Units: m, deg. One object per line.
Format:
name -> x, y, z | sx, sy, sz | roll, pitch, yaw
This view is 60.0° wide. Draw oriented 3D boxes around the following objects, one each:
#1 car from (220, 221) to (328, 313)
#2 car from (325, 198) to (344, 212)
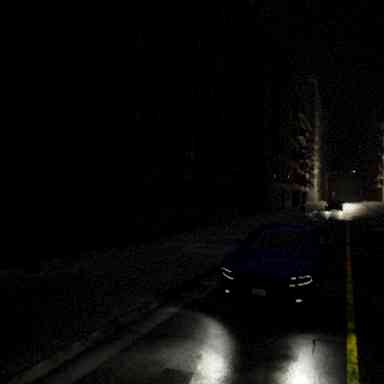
car -> 2.244, 1.535, 8.206 | 1.882, 1.535, 5.008 | 0, 0, 25
car -> 18.850, 1.646, 43.918 | 2.097, 1.767, 4.553 | 0, 0, 25
